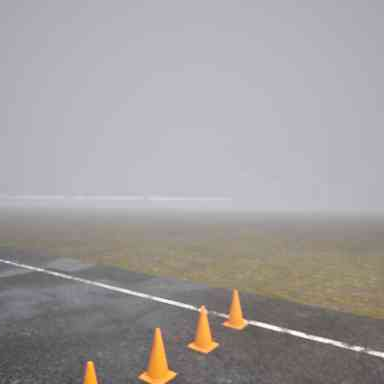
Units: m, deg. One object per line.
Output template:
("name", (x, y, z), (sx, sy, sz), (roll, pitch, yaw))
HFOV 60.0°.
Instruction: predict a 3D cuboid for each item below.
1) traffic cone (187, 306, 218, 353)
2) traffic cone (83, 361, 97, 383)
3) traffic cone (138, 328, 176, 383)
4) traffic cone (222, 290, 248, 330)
("traffic cone", (0.159, 1.975, 4.899), (0.340, 0.580, 0.340), (0, 0, 36))
("traffic cone", (-1.007, 1.967, 3.275), (0.340, 0.580, 0.340), (0, 0, 36))
("traffic cone", (-0.424, 1.971, 4.087), (0.340, 0.580, 0.340), (0, 0, 36))
("traffic cone", (0.743, 1.979, 5.711), (0.340, 0.580, 0.340), (0, 0, 36))
